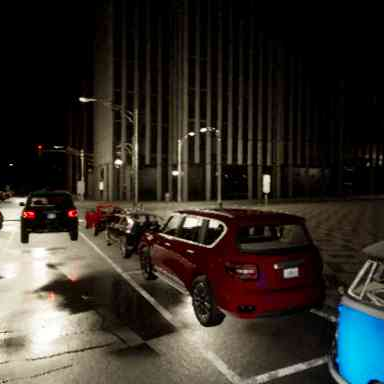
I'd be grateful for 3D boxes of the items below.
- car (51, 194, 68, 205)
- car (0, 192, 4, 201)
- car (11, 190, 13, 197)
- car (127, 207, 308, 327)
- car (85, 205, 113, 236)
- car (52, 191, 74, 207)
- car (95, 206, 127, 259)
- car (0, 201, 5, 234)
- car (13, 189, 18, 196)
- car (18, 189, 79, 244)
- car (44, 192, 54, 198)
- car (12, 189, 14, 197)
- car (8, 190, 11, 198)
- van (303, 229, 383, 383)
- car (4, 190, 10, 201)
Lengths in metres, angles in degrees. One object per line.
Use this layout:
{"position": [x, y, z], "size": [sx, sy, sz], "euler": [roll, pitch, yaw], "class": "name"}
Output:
{"position": [-18.514, 0.998, 46.437], "size": [1.947, 1.339, 4.313], "euler": [-1, 1, -26], "class": "car"}
{"position": [-28.645, 0.958, 47.842], "size": [1.947, 1.339, 4.313], "euler": [0, 1, -26], "class": "car"}
{"position": [-38.415, 0.718, 68.190], "size": [1.887, 1.381, 4.507], "euler": [-1, 1, -26], "class": "car"}
{"position": [0.417, 1.234, 7.011], "size": [2.192, 1.841, 5.009], "euler": [0, 1, -26], "class": "car"}
{"position": [-4.367, 1.336, 16.975], "size": [1.887, 1.381, 4.507], "euler": [0, 1, -26], "class": "car"}
{"position": [-16.071, 0.808, 41.347], "size": [2.192, 1.841, 5.009], "euler": [0, 1, -26], "class": "car"}
{"position": [-1.975, 1.406, 11.994], "size": [2.008, 1.369, 4.403], "euler": [0, 1, -26], "class": "car"}
{"position": [-10.535, 1.344, 16.521], "size": [1.994, 1.385, 4.181], "euler": [0, 1, -26], "class": "car"}
{"position": [-45.744, 0.331, 83.451], "size": [2.192, 1.841, 5.009], "euler": [-1, 1, -26], "class": "car"}
{"position": [-6.491, 1.021, 15.096], "size": [2.150, 2.045, 5.566], "euler": [0, 0, -25], "class": "car"}
{"position": [-33.170, 0.647, 76.962], "size": [1.887, 1.381, 4.507], "euler": [-1, 1, -26], "class": "car"}
{"position": [-40.784, 0.648, 73.124], "size": [1.752, 1.417, 4.829], "euler": [-1, 1, -26], "class": "car"}
{"position": [-35.899, 0.752, 62.950], "size": [1.752, 1.417, 4.829], "euler": [-1, 1, -26], "class": "car"}
{"position": [2.810, 1.325, 2.031], "size": [1.690, 1.788, 3.998], "euler": [0, 1, -26], "class": "van"}
{"position": [-33.530, 0.845, 58.017], "size": [1.947, 1.339, 4.313], "euler": [-1, 1, -26], "class": "car"}
